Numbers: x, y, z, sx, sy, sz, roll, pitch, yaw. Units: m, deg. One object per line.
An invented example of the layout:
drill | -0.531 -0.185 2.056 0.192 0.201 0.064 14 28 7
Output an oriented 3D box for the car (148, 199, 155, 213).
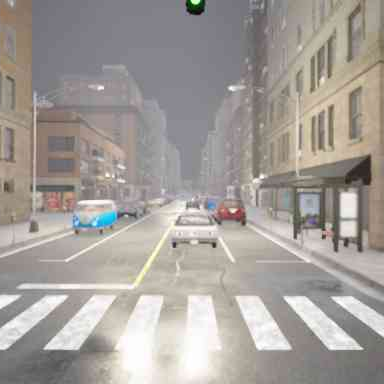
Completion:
car | -5.408 1.599 35.012 1.887 1.381 4.507 0 0 0

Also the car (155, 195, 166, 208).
car | -5.408 1.612 51.062 1.752 1.417 4.829 0 0 0

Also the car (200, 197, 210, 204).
car | 2.651 1.683 67.623 1.752 1.417 4.829 0 0 0

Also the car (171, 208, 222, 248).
car | 0.101 1.640 15.057 1.895 1.301 4.718 0 0 0

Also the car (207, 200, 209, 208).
car | 2.696 1.632 29.609 2.008 1.369 4.403 0 0 0

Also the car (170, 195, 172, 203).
car | -5.408 1.674 62.043 1.947 1.339 4.313 0 0 0

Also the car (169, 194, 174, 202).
car | -5.407 1.434 67.450 2.192 1.841 5.009 0 0 0

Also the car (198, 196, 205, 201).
car | 2.619 1.763 94.484 2.008 1.369 4.403 0 0 0

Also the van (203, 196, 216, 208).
van | 2.672 1.466 51.235 1.690 1.788 3.998 0 0 0

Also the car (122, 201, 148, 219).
car | -5.409 1.609 29.606 1.947 1.339 4.313 0 0 0

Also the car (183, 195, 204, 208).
car | 0.099 1.591 44.184 2.128 1.511 4.902 0 0 0

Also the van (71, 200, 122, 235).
van | -5.408 1.362 18.794 1.690 1.788 3.998 0 0 0

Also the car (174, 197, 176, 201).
car | -5.408 1.723 78.262 1.802 1.307 4.206 0 0 0

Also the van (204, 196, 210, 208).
van | 2.684 1.444 40.422 1.690 1.788 3.998 0 0 0

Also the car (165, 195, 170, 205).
car | -5.408 1.648 56.637 2.008 1.369 4.403 0 0 0

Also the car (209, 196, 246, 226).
car | 2.704 1.385 24.204 2.192 1.841 5.009 0 0 0
